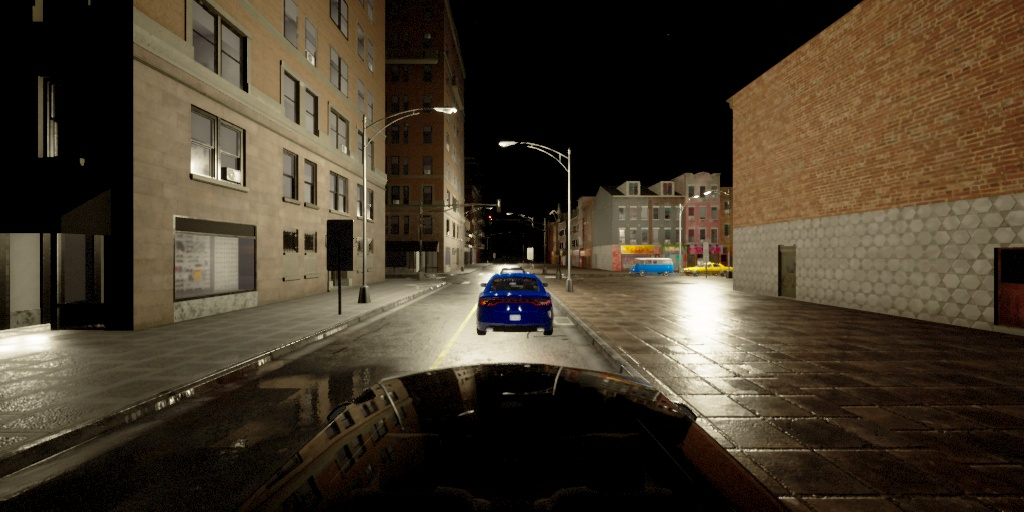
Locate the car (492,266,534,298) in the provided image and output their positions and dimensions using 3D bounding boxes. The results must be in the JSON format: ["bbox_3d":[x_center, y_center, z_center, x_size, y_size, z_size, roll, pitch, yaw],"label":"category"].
[{"bbox_3d":[0.037,1.313,19.257,1.994,1.385,4.181,0,0,0],"label":"car"}]

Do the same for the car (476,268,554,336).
[{"bbox_3d":[0.069,1.227,10.488,1.882,1.535,5.008,0,0,0],"label":"car"}]

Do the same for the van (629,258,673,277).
[{"bbox_3d":[13.618,1.087,35.044,3.998,1.789,1.690,0,0,0],"label":"van"}]

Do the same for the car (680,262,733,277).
[{"bbox_3d":[19.060,1.267,35.056,4.829,1.417,1.751,0,0,0],"label":"car"}]
